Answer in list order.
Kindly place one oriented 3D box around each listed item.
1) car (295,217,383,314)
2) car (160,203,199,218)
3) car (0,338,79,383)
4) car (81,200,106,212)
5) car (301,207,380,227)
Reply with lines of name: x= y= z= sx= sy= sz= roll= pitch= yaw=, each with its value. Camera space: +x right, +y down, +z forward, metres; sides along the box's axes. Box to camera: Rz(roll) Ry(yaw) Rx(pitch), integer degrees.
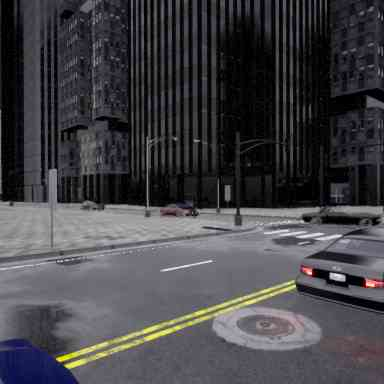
car: x=4.428 y=1.547 z=7.538 sx=5.357 sy=1.411 sz=2.033 roll=0 pitch=0 yaw=-42
car: x=-1.278 y=1.781 z=32.155 sx=1.994 sy=1.385 sz=4.181 roll=0 pitch=0 yaw=-42
car: x=-2.650 y=1.601 z=1.173 sx=4.718 sy=1.301 sz=1.895 roll=0 pitch=0 yaw=-42
car: x=-13.749 y=1.915 z=46.066 sx=1.837 sy=1.490 sz=4.892 roll=0 pitch=0 yaw=-42
car: x=9.773 y=1.629 z=21.802 sx=4.718 sy=1.301 sz=1.895 roll=-1 pitch=0 yaw=33
